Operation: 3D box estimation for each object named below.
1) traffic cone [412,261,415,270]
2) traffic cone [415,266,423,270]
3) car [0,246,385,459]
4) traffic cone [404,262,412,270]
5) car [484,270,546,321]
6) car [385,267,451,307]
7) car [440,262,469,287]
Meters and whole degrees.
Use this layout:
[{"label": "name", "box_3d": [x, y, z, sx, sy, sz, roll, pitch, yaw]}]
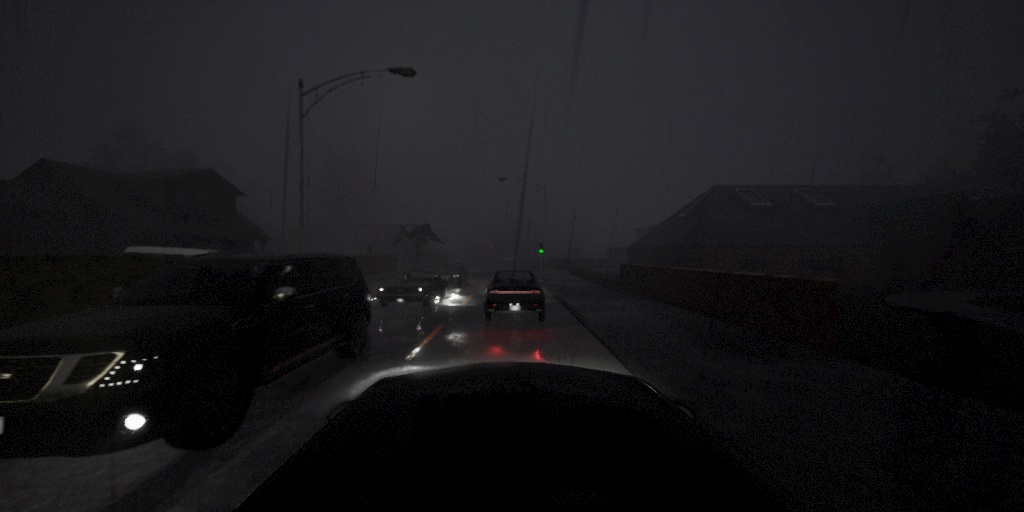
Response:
[{"label": "traffic cone", "box_3d": [-15.518, 1.448, 55.133, 0.344, 0.586, 0.344, 0, 0, 0]}, {"label": "traffic cone", "box_3d": [-14.521, 1.469, 56.175, 0.344, 0.586, 0.344, 0, 0, 0]}, {"label": "car", "box_3d": [-4.100, 0.967, 5.559, 2.150, 2.045, 5.566, 0, 0, 0]}, {"label": "traffic cone", "box_3d": [-15.877, 1.453, 54.562, 0.344, 0.586, 0.344, 0, 0, 0]}, {"label": "car", "box_3d": [0.079, 1.217, 12.306, 2.128, 1.511, 4.902, 0, 0, 0]}, {"label": "car", "box_3d": [-4.107, 1.323, 15.445, 1.895, 1.301, 4.718, 0, 0, 0]}, {"label": "car", "box_3d": [-4.051, 1.197, 24.055, 2.128, 1.511, 4.902, 0, 0, 0]}]
